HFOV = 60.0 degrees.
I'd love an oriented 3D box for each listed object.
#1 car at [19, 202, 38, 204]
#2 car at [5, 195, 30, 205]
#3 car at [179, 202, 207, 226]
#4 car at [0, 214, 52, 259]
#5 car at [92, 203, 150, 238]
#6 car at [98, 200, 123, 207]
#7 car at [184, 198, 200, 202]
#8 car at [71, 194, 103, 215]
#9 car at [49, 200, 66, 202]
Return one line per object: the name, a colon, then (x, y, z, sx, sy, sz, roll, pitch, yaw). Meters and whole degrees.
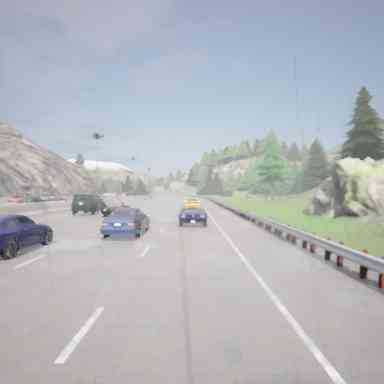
car: (-28.109, 1.368, 58.129, 2.097, 1.767, 4.553, 0, 0, 0)
car: (-31.592, 1.372, 60.234, 2.097, 1.767, 4.553, 0, 0, 0)
car: (0.067, 1.602, 23.555, 1.895, 1.301, 4.718, 0, 0, 0)
car: (-6.919, 1.529, 12.420, 1.812, 1.442, 4.674, 0, 0, 0)
car: (-3.425, 1.550, 17.794, 2.033, 1.411, 5.357, 0, 0, 0)
car: (-6.945, 1.605, 31.105, 1.895, 1.301, 4.718, 0, 0, 0)
car: (0.040, 1.480, 41.664, 1.882, 1.535, 5.008, 0, 0, 0)
car: (-10.449, 1.228, 33.893, 2.150, 2.045, 5.566, 0, 0, 0)
car: (-21.140, 1.538, 51.815, 1.812, 1.442, 4.674, 0, 0, 0)
